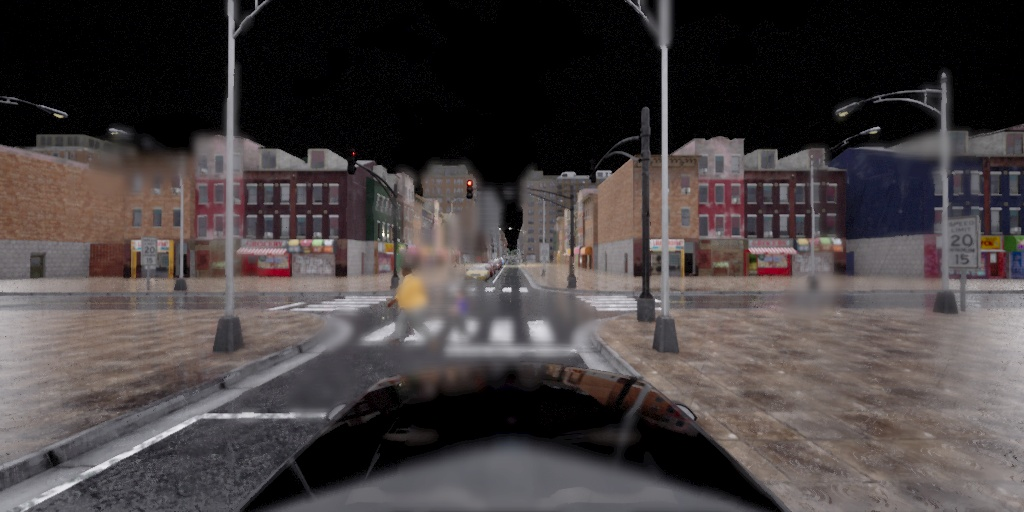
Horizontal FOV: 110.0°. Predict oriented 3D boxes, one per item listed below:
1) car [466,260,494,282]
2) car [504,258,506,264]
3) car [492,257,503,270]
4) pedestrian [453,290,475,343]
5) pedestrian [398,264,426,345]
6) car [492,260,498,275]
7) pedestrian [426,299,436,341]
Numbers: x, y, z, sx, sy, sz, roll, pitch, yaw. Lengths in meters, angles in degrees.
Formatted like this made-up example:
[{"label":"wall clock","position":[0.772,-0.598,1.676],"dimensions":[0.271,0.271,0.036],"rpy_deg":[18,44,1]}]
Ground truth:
[{"label":"car","position":[-2.673,1.290,28.890],"dimensions":[1.751,1.417,4.829],"rpy_deg":[0,0,0]},{"label":"car","position":[-2.721,1.149,62.691],"dimensions":[2.192,1.841,5.009],"rpy_deg":[0,0,0]},{"label":"car","position":[-2.705,1.246,51.480],"dimensions":[1.967,1.591,4.097],"rpy_deg":[0,0,0]},{"label":"pedestrian","position":[-1.080,1.324,8.252],"dimensions":[0.375,1.300,0.375],"rpy_deg":[0,0,0]},{"label":"pedestrian","position":[-2.118,1.044,7.599],"dimensions":[0.375,1.860,0.375],"rpy_deg":[0,0,0]},{"label":"car","position":[-2.681,1.318,34.665],"dimensions":[1.888,1.381,4.507],"rpy_deg":[0,0,0]},{"label":"pedestrian","position":[-2.224,1.424,8.799],"dimensions":[0.500,1.100,0.500],"rpy_deg":[0,0,0]}]
